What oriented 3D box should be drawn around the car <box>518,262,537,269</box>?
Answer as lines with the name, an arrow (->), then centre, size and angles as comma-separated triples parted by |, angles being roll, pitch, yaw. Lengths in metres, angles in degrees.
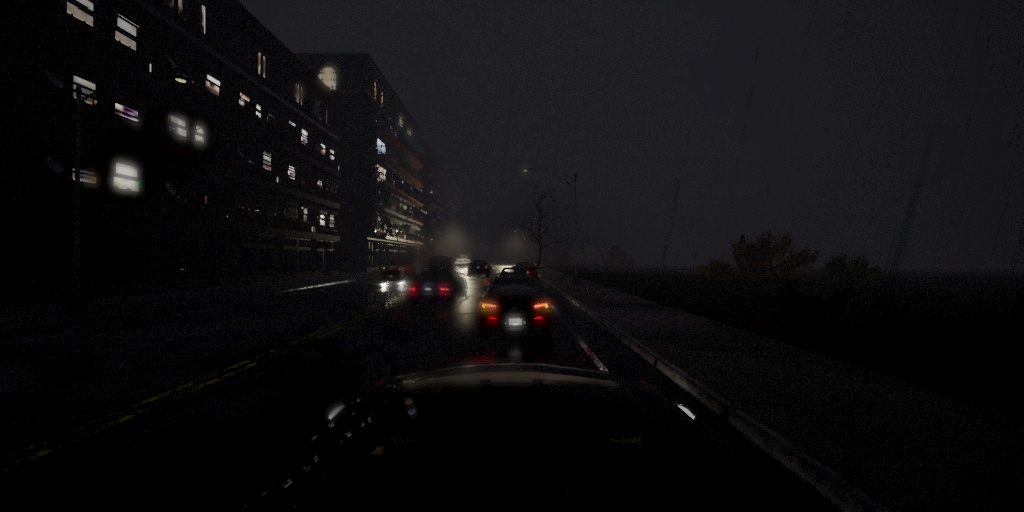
car -> 1.081, 1.231, 29.863 | 1.882, 1.535, 5.008 | 0, 0, 0

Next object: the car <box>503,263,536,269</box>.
car -> 0.063, 1.317, 20.335 | 1.994, 1.385, 4.181 | 0, 0, 0

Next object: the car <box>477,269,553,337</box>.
car -> 0.075, 1.277, 10.168 | 1.812, 1.442, 4.674 | 0, 0, 0

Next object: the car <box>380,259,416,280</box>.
car -> -9.911, 1.105, 31.603 | 2.097, 1.767, 4.553 | 0, 0, 0

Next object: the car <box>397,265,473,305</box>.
car -> -3.176, 1.299, 15.949 | 2.033, 1.411, 5.357 | 0, 0, 0

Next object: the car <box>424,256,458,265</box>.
car -> -6.664, 0.975, 32.951 | 2.150, 2.045, 5.566 | 0, 0, 0

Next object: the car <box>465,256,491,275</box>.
car -> -3.221, 1.105, 36.303 | 2.097, 1.767, 4.553 | 0, 0, 0
